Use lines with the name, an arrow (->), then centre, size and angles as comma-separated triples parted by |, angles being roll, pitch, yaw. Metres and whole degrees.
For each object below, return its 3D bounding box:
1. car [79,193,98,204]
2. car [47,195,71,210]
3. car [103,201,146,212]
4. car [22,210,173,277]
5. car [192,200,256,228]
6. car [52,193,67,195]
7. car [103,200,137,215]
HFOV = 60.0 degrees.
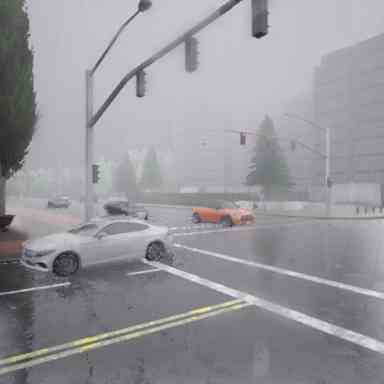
car -> -20.404, 1.213, 65.377 | 2.150, 2.045, 5.566 | 0, 0, -36
car -> -17.222, 1.501, 42.612 | 1.837, 1.490, 4.892 | 0, 0, -36
car -> -5.007, 1.487, 25.584 | 2.128, 1.511, 4.902 | 0, 0, -36
car -> -2.704, 1.524, 10.402 | 4.674, 1.442, 1.812 | 0, 1, -42
car -> 2.051, 1.346, 22.149 | 2.097, 1.767, 4.553 | 0, 0, -39
car -> -21.802, 1.219, 55.137 | 2.150, 2.045, 5.566 | 0, 0, -36
car -> -7.718, 1.595, 35.355 | 1.895, 1.301, 4.718 | 0, 0, -36
